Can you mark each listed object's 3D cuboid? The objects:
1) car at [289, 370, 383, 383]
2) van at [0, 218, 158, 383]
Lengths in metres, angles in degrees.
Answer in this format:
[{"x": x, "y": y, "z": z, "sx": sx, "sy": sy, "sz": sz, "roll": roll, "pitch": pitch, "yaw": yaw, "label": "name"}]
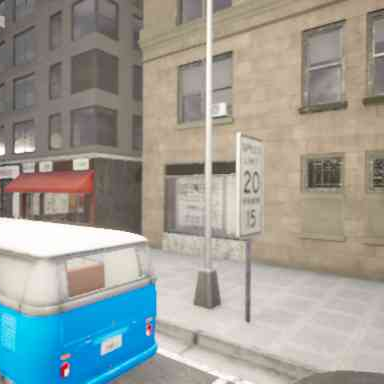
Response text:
[{"x": 2.269, "y": 1.567, "z": 1.151, "sx": 4.403, "sy": 1.369, "sz": 2.008, "roll": 1, "pitch": 0, "yaw": 36, "label": "car"}, {"x": -2.315, "y": 1.314, "z": 4.506, "sx": 3.998, "sy": 1.788, "sz": 1.690, "roll": 1, "pitch": 0, "yaw": 36, "label": "van"}]
